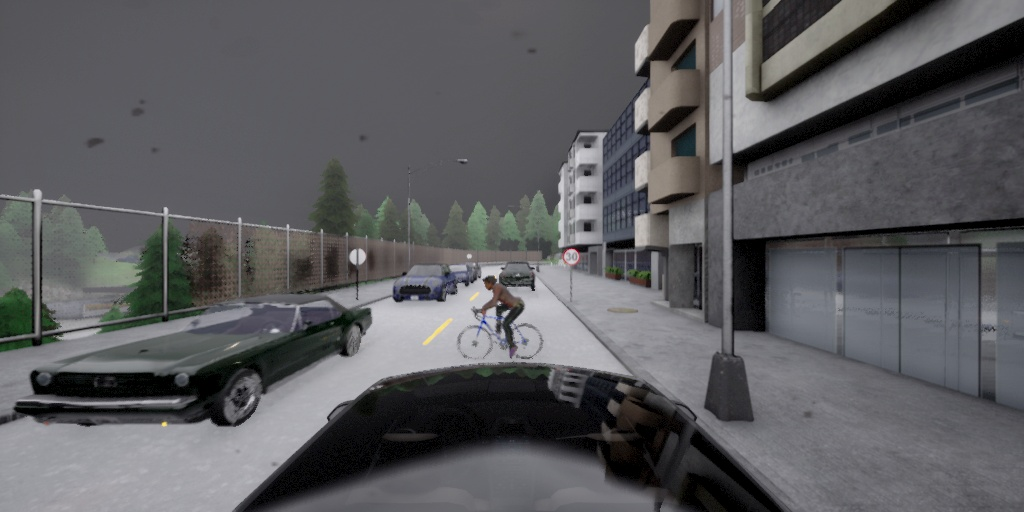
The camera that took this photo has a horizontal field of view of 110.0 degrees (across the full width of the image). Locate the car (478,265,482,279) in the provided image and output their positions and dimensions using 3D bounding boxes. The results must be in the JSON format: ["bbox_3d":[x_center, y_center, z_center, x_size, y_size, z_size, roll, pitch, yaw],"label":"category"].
[{"bbox_3d":[-3.698,1.267,30.533,2.128,1.511,4.902,0,0,1],"label":"car"}]

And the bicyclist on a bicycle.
[{"bbox_3d":[-0.245,1.198,6.873,1.656,1.620,0.582,-2,0,1],"label":"bicyclist on a bicycle"}]

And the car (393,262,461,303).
[{"bbox_3d":[-3.922,1.114,16.806,2.097,1.767,4.553,0,0,1],"label":"car"}]

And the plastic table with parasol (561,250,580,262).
[{"bbox_3d":[9.984,0.727,59.698,2.482,2.480,2.482,0,0,1],"label":"plastic table with parasol"}]

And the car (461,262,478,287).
[{"bbox_3d":[-3.720,1.296,24.921,1.812,1.442,4.674,0,0,1],"label":"car"}]

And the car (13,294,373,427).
[{"bbox_3d":[-4.074,1.354,5.824,1.895,1.301,4.718,0,0,1],"label":"car"}]

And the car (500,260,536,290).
[{"bbox_3d":[0.351,1.120,22.651,2.097,1.767,4.553,0,0,1],"label":"car"}]

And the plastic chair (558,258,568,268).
[{"bbox_3d":[8.507,1.331,59.906,0.730,1.272,0.750,0,0,11],"label":"plastic chair"}]

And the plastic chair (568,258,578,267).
[{"bbox_3d":[9.976,1.330,58.268,0.750,1.272,0.730,0,0,11],"label":"plastic chair"}]

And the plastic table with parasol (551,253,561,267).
[{"bbox_3d":[8.579,0.731,64.026,2.482,2.480,2.482,0,0,1],"label":"plastic table with parasol"}]
